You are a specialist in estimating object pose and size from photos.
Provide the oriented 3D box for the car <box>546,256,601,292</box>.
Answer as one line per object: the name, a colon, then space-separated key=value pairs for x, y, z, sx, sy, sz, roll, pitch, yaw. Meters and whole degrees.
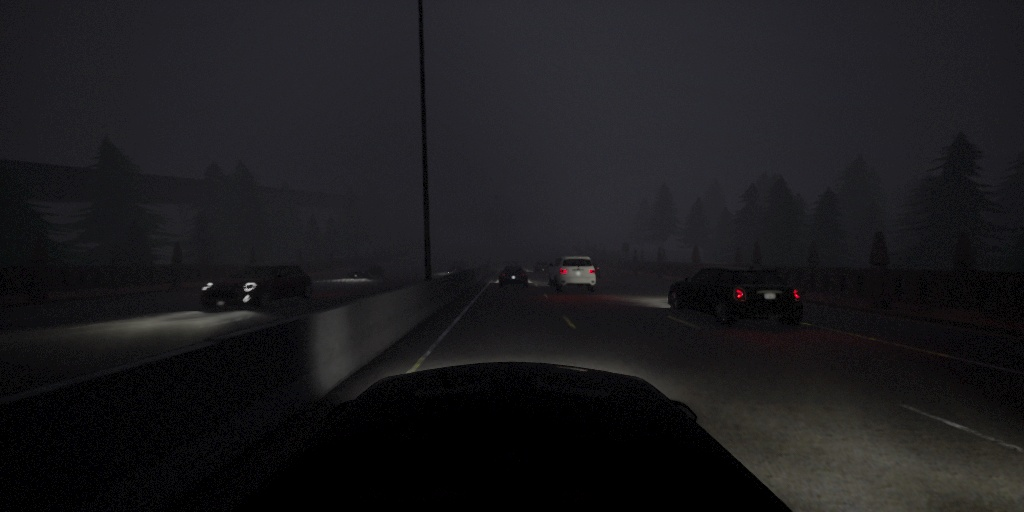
car: x=3.596 y=1.026 z=22.111 sx=2.150 sy=2.045 sz=5.566 roll=0 pitch=0 yaw=0

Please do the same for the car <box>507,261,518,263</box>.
car: x=0.093 y=1.294 z=45.350 sx=2.033 sy=1.411 sz=5.357 roll=0 pitch=2 yaw=0

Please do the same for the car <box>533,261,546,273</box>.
car: x=3.593 y=1.296 z=43.653 sx=1.837 sy=1.490 sz=4.892 roll=0 pitch=1 yaw=0

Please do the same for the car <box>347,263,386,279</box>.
car: x=-14.035 y=1.392 z=34.920 sx=2.033 sy=1.411 sz=5.357 roll=0 pitch=0 yaw=1

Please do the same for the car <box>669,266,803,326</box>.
car: x=7.098 y=1.131 z=11.991 sx=2.097 sy=1.767 sz=4.553 roll=0 pitch=0 yaw=0

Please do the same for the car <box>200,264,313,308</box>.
car: x=-10.591 y=1.141 z=15.283 sx=2.097 sy=1.767 sz=4.553 roll=0 pitch=0 yaw=0

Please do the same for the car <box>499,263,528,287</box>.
car: x=0.096 y=1.380 z=25.525 sx=1.994 sy=1.385 sz=4.181 roll=0 pitch=0 yaw=0

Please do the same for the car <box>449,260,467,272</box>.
car: x=-7.022 y=1.231 z=47.126 sx=2.033 sy=1.411 sz=5.357 roll=0 pitch=2 yaw=0
